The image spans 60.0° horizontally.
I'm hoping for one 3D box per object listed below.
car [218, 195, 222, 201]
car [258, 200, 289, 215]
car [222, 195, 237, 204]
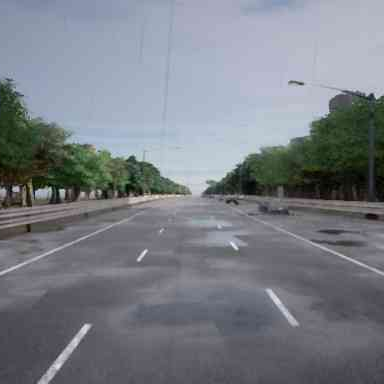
[{"bbox_3d":[7.030,1.446,77.696,2.033,1.411,5.357,0,0,0],"label":"car"},{"bbox_3d":[8.094,1.525,33.433,1.994,1.385,4.181,0,0,-8],"label":"car"},{"bbox_3d":[6.981,1.399,60.040,1.837,1.490,4.892,0,0,0],"label":"car"}]
